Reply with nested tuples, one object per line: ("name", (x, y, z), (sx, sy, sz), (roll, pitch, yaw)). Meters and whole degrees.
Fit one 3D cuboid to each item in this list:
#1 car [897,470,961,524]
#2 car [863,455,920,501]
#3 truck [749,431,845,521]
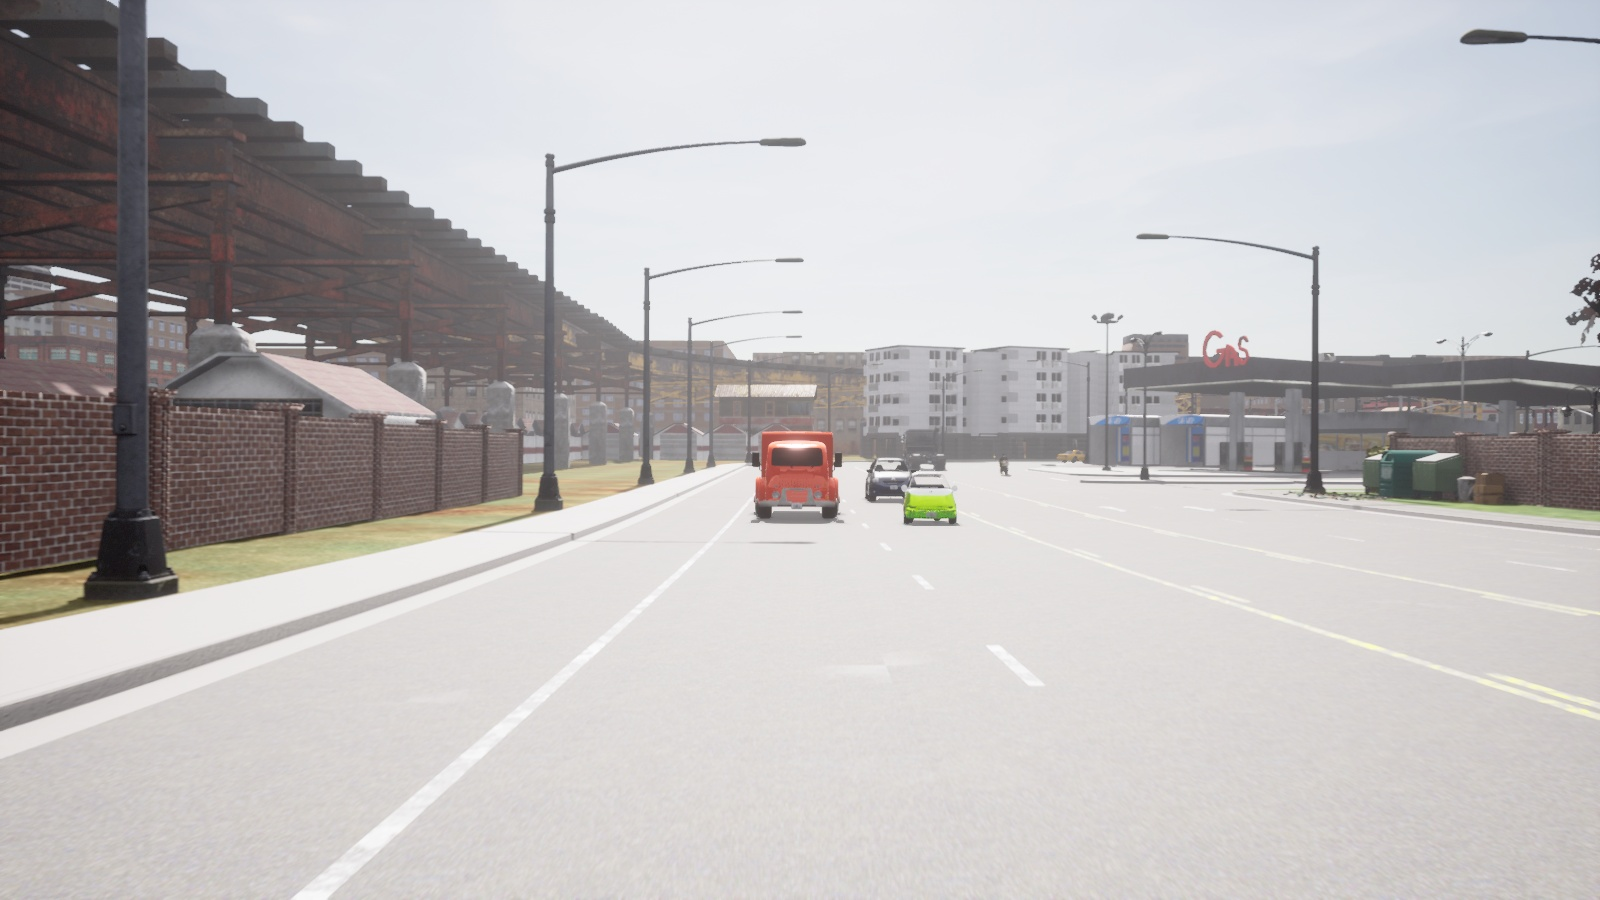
("car", (3.424, 1.237, 33.690), (1.481, 1.376, 2.207), (0, 0, 0))
("car", (3.394, 1.030, 47.271), (1.851, 1.617, 3.988), (0, 0, 0))
("truck", (-0.085, 0.707, 36.963), (2.627, 2.467, 5.204), (0, 0, 0))
